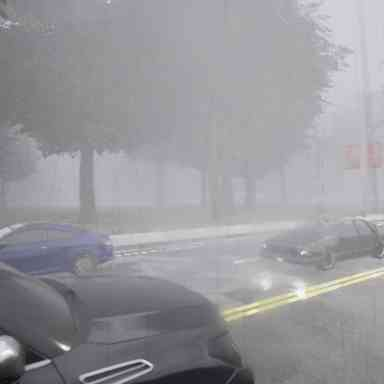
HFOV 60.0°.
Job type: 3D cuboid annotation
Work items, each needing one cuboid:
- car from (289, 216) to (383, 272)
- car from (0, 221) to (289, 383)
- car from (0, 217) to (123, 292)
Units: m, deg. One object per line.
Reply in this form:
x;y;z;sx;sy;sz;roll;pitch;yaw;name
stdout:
4.665;1.530;10.978;5.357;1.411;2.033;0;0;-35;car
-2.140;1.223;1.912;5.566;2.045;2.150;0;0;-36;car
-4.334;1.523;8.573;4.674;1.442;1.812;0;0;-35;car
